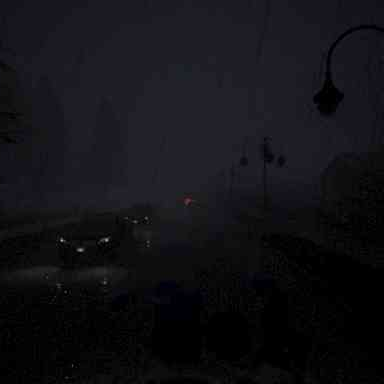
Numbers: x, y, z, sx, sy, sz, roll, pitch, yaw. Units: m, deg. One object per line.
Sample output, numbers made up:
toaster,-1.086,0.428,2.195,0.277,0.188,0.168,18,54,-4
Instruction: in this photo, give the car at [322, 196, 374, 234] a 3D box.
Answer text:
car,9.634,1.177,17.382,4.605,1.855,1.932,0,0,1

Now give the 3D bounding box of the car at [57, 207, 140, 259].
car,-3.394,1.502,12.571,1.812,1.442,4.674,0,0,1

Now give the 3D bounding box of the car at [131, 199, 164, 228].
car,-3.221,1.474,21.743,1.837,1.490,4.892,0,0,1

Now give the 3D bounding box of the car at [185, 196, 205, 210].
car,0.502,1.561,42.270,1.895,1.301,4.718,0,0,-5

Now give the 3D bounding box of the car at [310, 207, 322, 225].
car,9.286,1.176,19.902,3.866,1.878,1.905,0,0,1

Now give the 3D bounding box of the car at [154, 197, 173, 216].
car,-3.021,1.313,31.804,2.097,1.767,4.553,0,0,1

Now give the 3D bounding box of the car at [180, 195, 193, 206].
car,-0.516,1.300,52.434,2.097,1.767,4.553,0,0,-11
